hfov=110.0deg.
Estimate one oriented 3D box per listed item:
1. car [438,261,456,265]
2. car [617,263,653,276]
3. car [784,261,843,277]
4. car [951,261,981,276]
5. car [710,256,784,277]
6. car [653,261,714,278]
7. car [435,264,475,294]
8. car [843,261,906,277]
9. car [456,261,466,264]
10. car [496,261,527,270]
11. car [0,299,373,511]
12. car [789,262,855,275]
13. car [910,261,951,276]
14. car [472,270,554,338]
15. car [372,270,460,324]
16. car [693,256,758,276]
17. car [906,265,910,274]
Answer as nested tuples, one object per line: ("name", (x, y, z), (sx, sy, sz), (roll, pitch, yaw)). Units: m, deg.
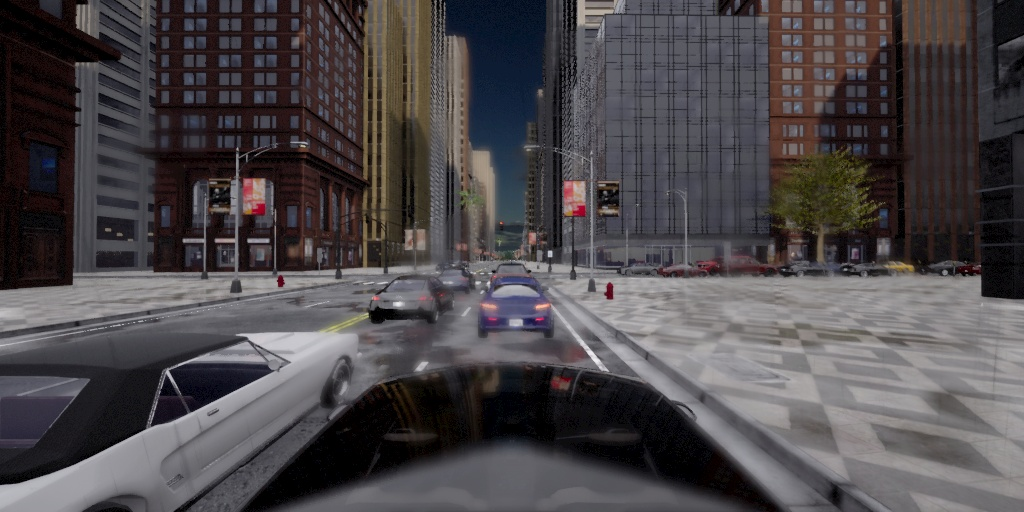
("car", (-9.914, 1.542, 52.783), (1.994, 1.385, 4.181), (0, 0, 0))
("car", (13.233, 1.383, 37.841), (4.181, 1.385, 1.994), (0, -1, -1))
("car", (26.549, 1.274, 32.290), (4.313, 1.339, 1.948), (0, 0, -1))
("car", (43.462, 1.212, 32.577), (4.507, 1.381, 1.888), (0, 0, -1))
("car", (20.912, 1.039, 32.194), (5.009, 1.841, 2.192), (0, 0, -1))
("car", (15.273, 1.325, 32.099), (4.207, 1.307, 1.802), (0, 0, -1))
("car", (-3.177, 1.352, 20.439), (1.994, 1.385, 4.181), (0, 0, 0))
("car", (32.186, 1.258, 32.385), (4.313, 1.339, 1.948), (0, 0, -1))
("car", (-9.905, 1.542, 63.068), (2.128, 1.511, 4.902), (0, 0, 0))
("car", (-0.025, 1.134, 19.048), (2.097, 1.767, 4.553), (0, 0, 0))
("car", (-3.156, 1.351, 3.228), (1.895, 1.301, 4.718), (0, 0, 0))
("car", (32.912, 1.306, 38.164), (5.357, 1.411, 2.033), (0, -1, -1))
("car", (42.752, 1.204, 35.190), (4.892, 1.490, 1.837), (0, -1, -1))
("car", (0.093, 1.284, 10.062), (1.812, 1.442, 4.674), (0, 0, 0))
("car", (-3.166, 1.326, 12.051), (1.994, 1.385, 4.181), (0, 0, 0))
("car", (22.536, 1.009, 38.001), (5.566, 2.045, 2.150), (0, -1, -1))
("car", (43.153, 1.293, 41.097), (4.829, 1.417, 1.751), (0, 0, -1))
